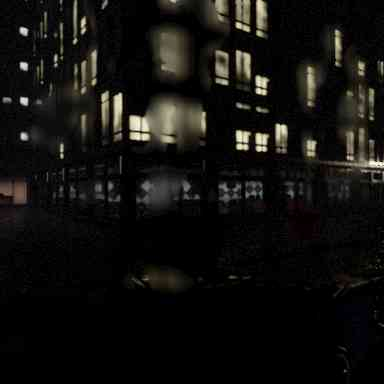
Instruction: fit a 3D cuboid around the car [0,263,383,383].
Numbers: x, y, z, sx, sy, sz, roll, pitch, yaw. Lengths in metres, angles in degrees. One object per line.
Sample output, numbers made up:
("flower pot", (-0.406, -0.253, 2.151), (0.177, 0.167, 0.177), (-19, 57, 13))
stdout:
("car", (-0.174, 1.536, 3.254), (5.357, 1.411, 2.033), (-1, 0, -35))
